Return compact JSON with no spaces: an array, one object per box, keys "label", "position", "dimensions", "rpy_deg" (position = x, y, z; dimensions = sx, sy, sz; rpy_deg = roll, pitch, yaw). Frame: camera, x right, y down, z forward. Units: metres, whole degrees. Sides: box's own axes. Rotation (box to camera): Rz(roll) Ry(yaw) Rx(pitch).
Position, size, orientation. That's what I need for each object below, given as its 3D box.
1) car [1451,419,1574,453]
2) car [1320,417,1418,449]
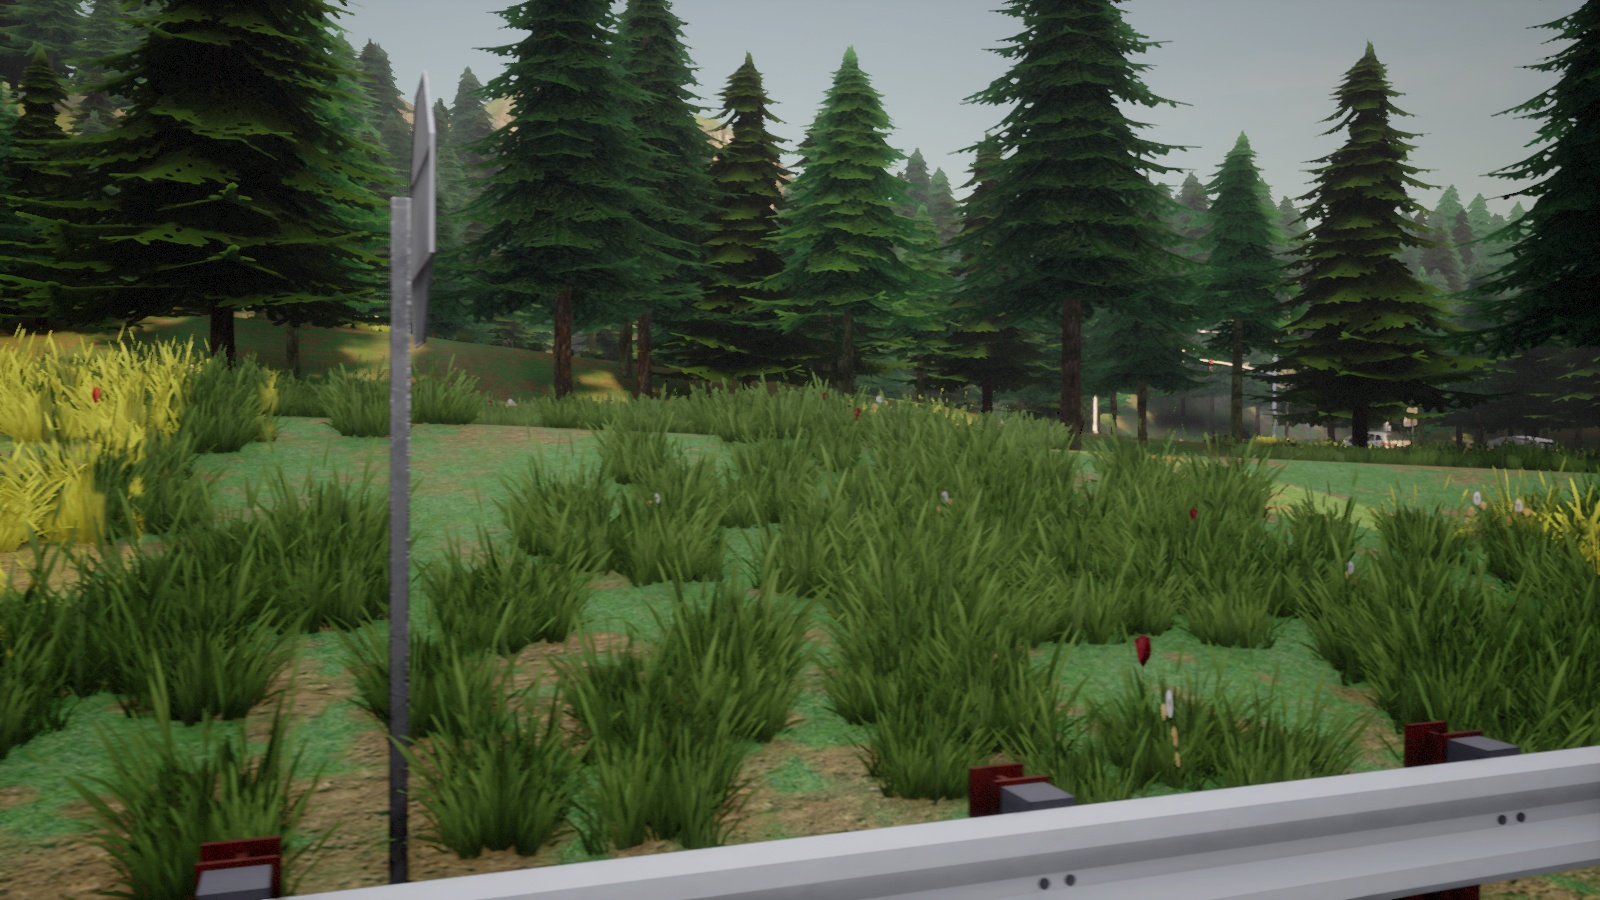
[{"label":"car","position":[33.721,-0.677,59.590],"dimensions":[2.163,1.488,4.792],"rpy_deg":[-1,1,-20]},{"label":"car","position":[30.722,-0.937,67.973],"dimensions":[2.242,1.667,4.611],"rpy_deg":[-1,1,-20]}]
